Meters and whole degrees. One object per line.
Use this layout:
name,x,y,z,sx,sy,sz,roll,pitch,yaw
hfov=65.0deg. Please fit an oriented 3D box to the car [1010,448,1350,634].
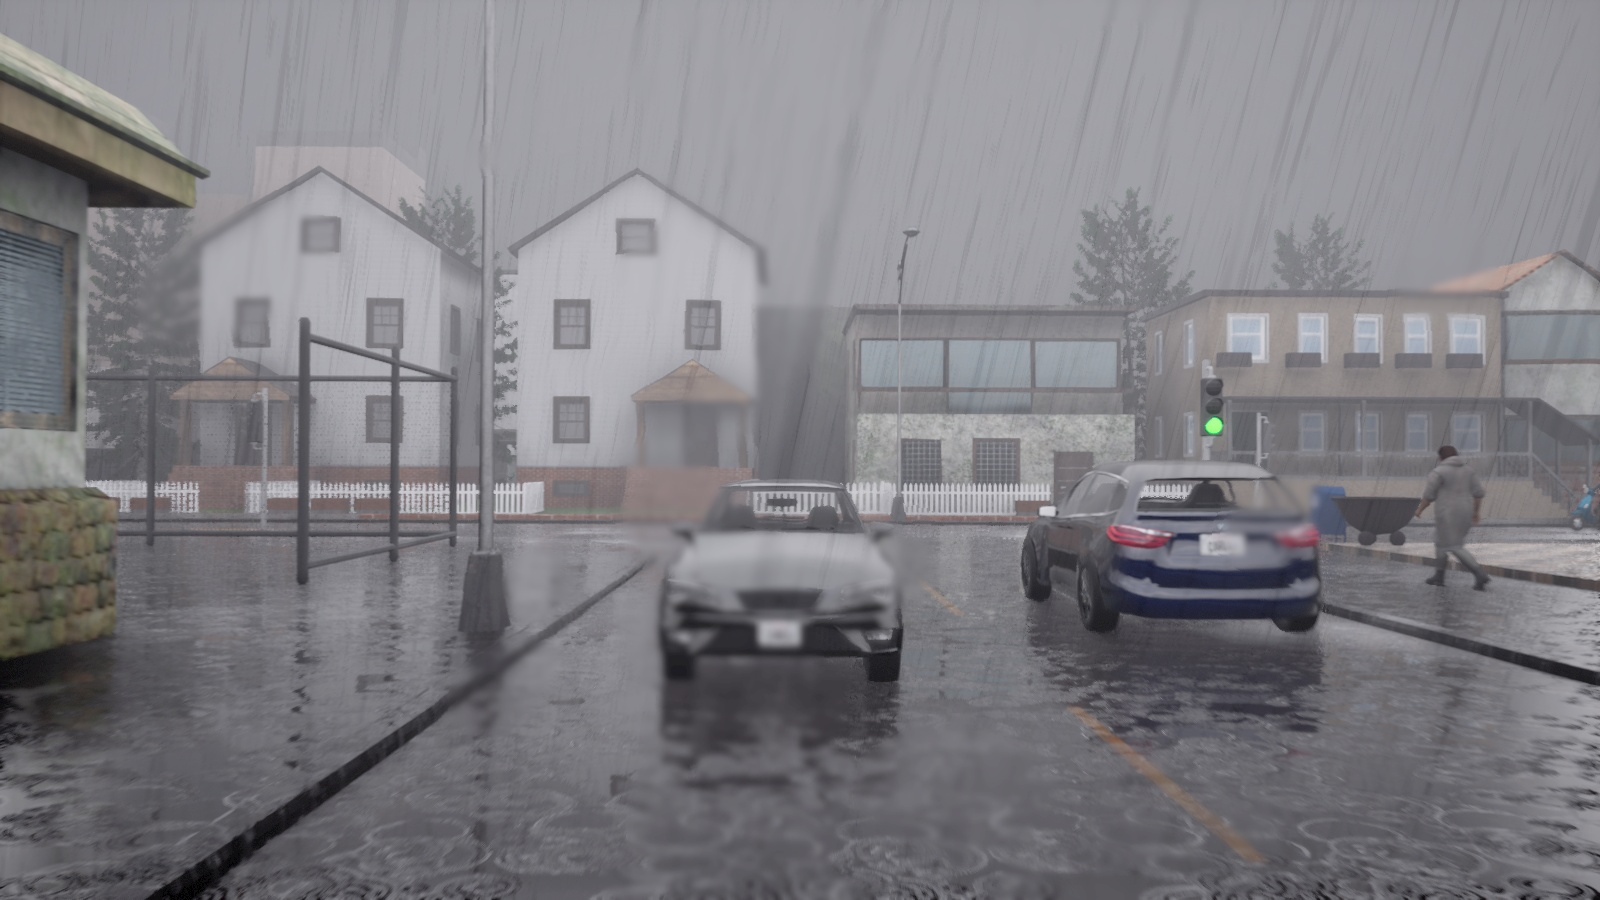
car,3.819,0.848,13.650,2.242,1.667,4.611,0,-1,-1

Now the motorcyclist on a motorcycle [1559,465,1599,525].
motorcyclist on a motorcycle,21.411,1.185,33.489,1.817,1.590,0.866,0,-1,-1

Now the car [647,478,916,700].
car,-0.128,0.986,10.607,1.816,1.474,4.193,0,-1,0

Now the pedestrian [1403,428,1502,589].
pedestrian,8.183,0.721,15.769,0.659,1.952,0.873,0,-1,-22
